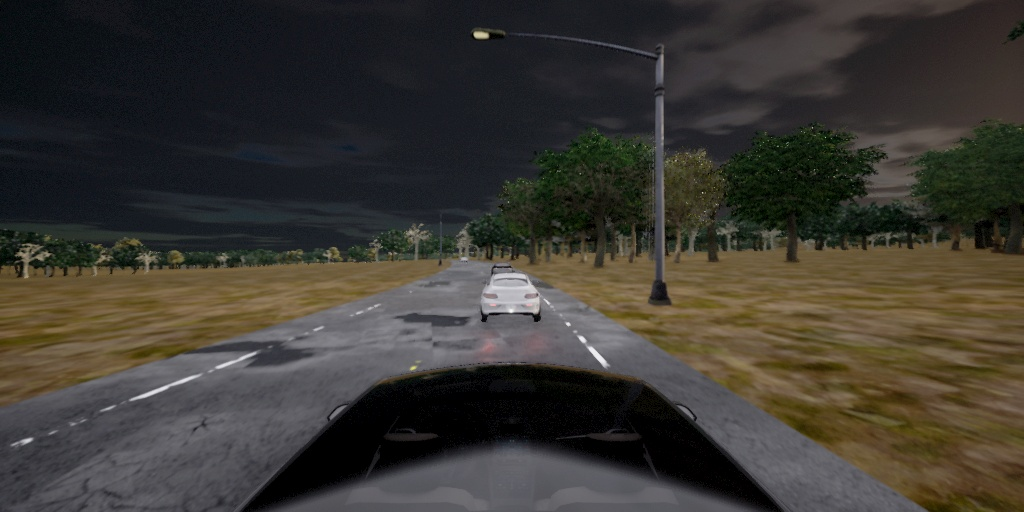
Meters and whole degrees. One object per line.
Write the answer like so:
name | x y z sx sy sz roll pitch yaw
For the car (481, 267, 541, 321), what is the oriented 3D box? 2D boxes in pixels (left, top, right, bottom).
car | -0.077 1.282 12.356 1.812 1.442 4.674 0 0 -1

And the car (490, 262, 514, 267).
car | -0.875 1.227 31.171 2.128 1.511 4.902 0 0 -3
